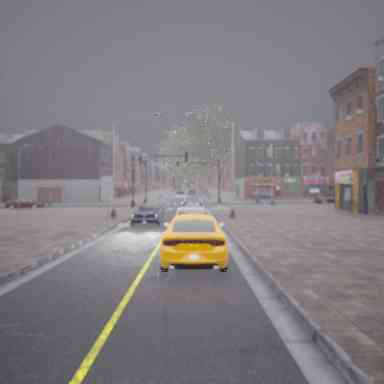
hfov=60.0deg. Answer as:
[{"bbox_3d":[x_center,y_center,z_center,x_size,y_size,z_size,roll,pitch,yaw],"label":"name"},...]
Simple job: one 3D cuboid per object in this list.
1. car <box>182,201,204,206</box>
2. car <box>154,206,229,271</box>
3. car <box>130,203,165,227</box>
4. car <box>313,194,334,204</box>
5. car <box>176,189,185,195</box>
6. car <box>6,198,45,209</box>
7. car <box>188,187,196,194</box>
[{"bbox_3d":[0.075,1.371,27.321,1.895,1.301,4.718,0,1,0],"label":"car"},{"bbox_3d":[0.067,1.453,10.855,1.882,1.535,5.008,0,1,0],"label":"car"},{"bbox_3d":[-2.834,1.458,22.025,1.895,1.301,4.718,0,1,0],"label":"car"},{"bbox_3d":[17.199,0.847,40.963,4.313,1.339,1.947,-1,1,0],"label":"car"},{"bbox_3d":[-2.754,0.053,79.907,1.895,1.301,4.718,0,2,0],"label":"car"},{"bbox_3d":[-20.383,1.387,40.822,4.507,1.381,1.887,-1,1,0],"label":"car"},{"bbox_3d":[-0.005,-0.262,85.534,1.882,1.535,5.008,0,2,0],"label":"car"}]
